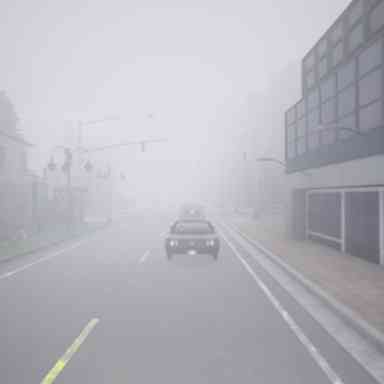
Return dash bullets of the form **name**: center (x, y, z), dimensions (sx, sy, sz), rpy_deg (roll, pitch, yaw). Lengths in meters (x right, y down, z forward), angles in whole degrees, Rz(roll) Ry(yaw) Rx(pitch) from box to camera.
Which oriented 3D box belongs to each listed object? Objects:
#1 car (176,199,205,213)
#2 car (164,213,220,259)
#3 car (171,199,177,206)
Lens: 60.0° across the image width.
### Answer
- **car**: center (0.036, 1.651, 28.419), dimensions (2.097, 1.767, 4.553), rpy_deg (0, -1, 0)
- **car**: center (0.021, 1.742, 13.238), dimensions (1.895, 1.301, 4.718), rpy_deg (0, -1, 0)
- **car**: center (-3.468, 2.271, 70.970), dimensions (1.812, 1.442, 4.674), rpy_deg (0, -1, 0)
